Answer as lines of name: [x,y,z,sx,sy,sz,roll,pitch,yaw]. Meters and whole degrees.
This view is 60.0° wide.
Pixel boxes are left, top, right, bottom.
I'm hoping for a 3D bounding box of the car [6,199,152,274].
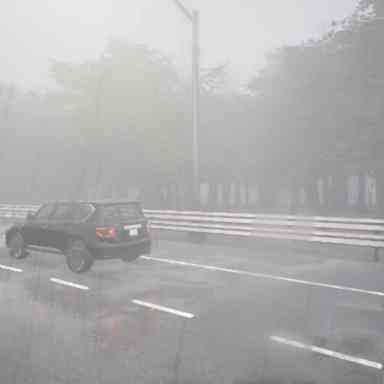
car: [-3.822,1.235,10.898,5.566,2.045,2.150,0,0,36]
